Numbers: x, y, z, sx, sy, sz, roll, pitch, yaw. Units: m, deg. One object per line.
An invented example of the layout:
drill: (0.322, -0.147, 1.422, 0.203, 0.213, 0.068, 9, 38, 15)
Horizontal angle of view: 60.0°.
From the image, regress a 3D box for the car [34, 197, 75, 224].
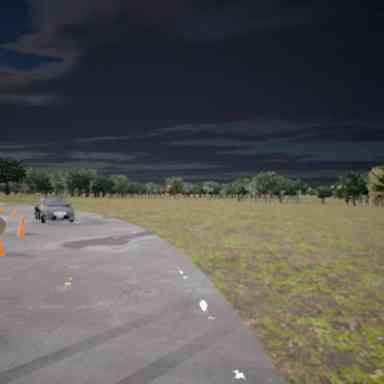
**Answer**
car: (-8.678, 1.084, 20.847, 2.128, 1.511, 4.902, 0, 1, -31)

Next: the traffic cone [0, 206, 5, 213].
traffic cone: (-15.430, 1.403, 27.069, 0.340, 0.580, 0.340, 0, 1, -42)

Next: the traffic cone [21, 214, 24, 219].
traffic cone: (-9.910, 1.567, 19.418, 0.340, 0.580, 0.340, 0, 1, -29)

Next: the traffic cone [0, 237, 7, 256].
traffic cone: (-6.194, 1.738, 10.746, 0.340, 0.580, 0.340, 0, 1, -17)

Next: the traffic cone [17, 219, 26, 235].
traffic cone: (-7.813, 1.651, 15.185, 0.340, 0.580, 0.340, 0, 1, -23)
